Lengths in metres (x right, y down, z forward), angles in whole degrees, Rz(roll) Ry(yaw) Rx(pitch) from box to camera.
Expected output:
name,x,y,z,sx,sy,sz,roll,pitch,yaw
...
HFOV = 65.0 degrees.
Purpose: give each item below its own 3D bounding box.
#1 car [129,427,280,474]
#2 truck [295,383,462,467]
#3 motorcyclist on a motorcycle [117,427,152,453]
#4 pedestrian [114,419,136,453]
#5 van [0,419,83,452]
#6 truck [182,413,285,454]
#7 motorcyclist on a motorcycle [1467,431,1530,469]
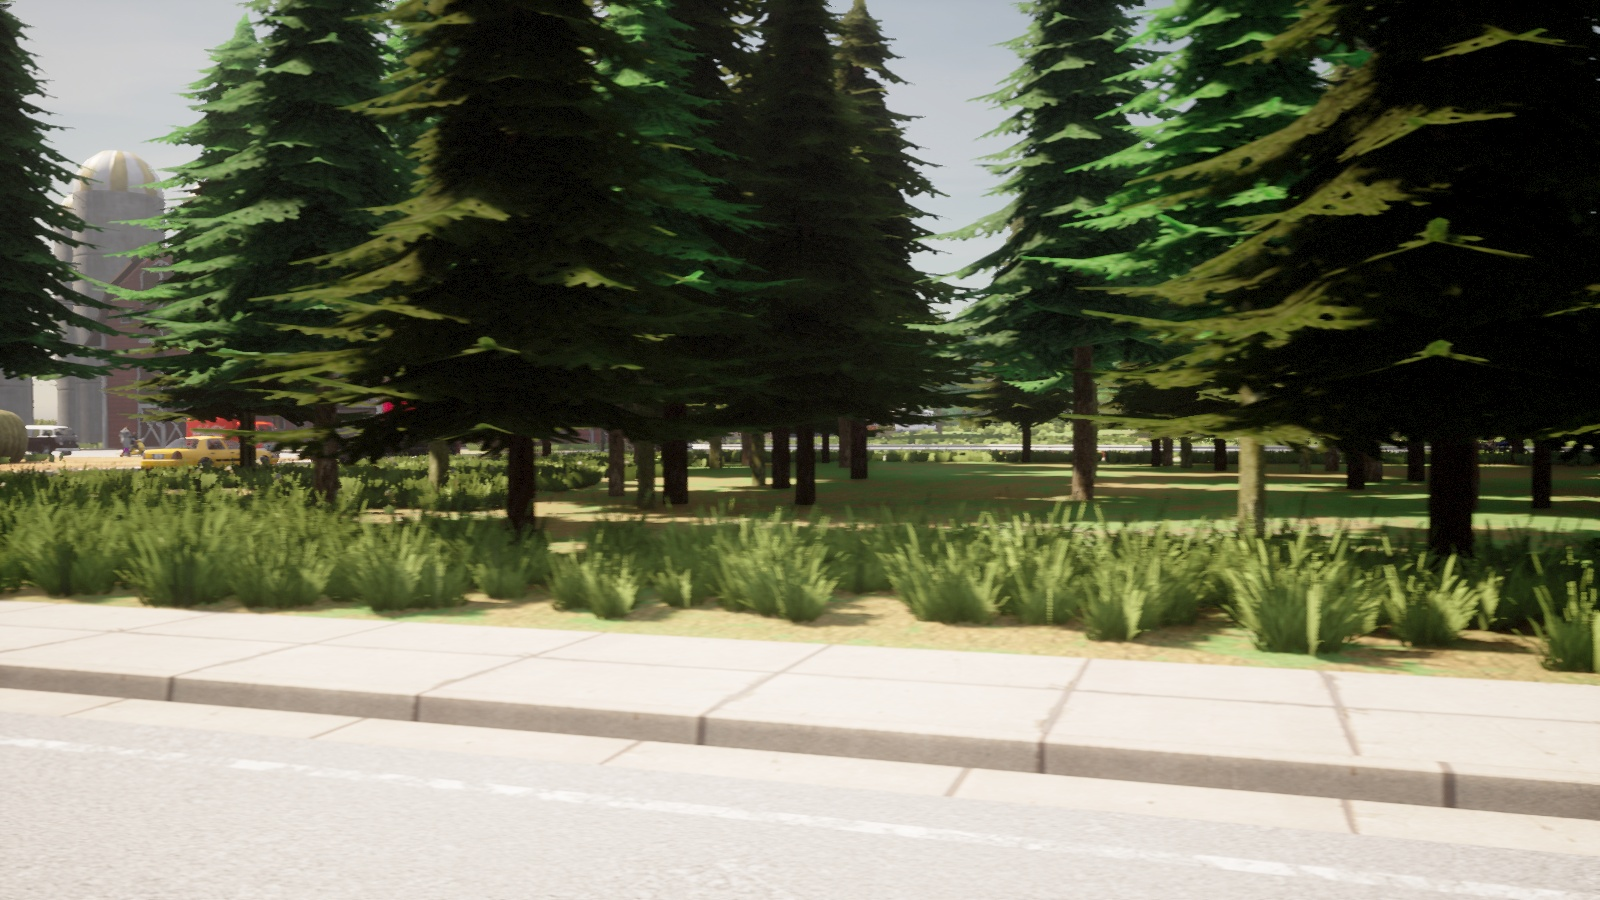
name,x,y,z,sx,sy,sz,roll,pitch,yaw
car,-21.479,-0.019,45.577,1.801,1.575,5.366,1,1,17
truck,-18.371,-1.086,55.419,2.891,3.462,7.936,1,1,17
motorcyclist on a motorcycle,-41.470,-0.630,78.216,1.817,1.590,0.866,0,1,16
pedestrian,-38.967,-0.820,72.493,0.659,1.952,0.873,0,1,17
van,-48.486,-0.920,80.282,4.480,2.038,2.069,0,1,16
truck,-34.311,-1.013,76.096,5.204,2.467,2.627,0,1,16
motorcyclist on a motorcycle,31.299,-0.009,56.315,2.350,1.649,0.766,1,1,19
